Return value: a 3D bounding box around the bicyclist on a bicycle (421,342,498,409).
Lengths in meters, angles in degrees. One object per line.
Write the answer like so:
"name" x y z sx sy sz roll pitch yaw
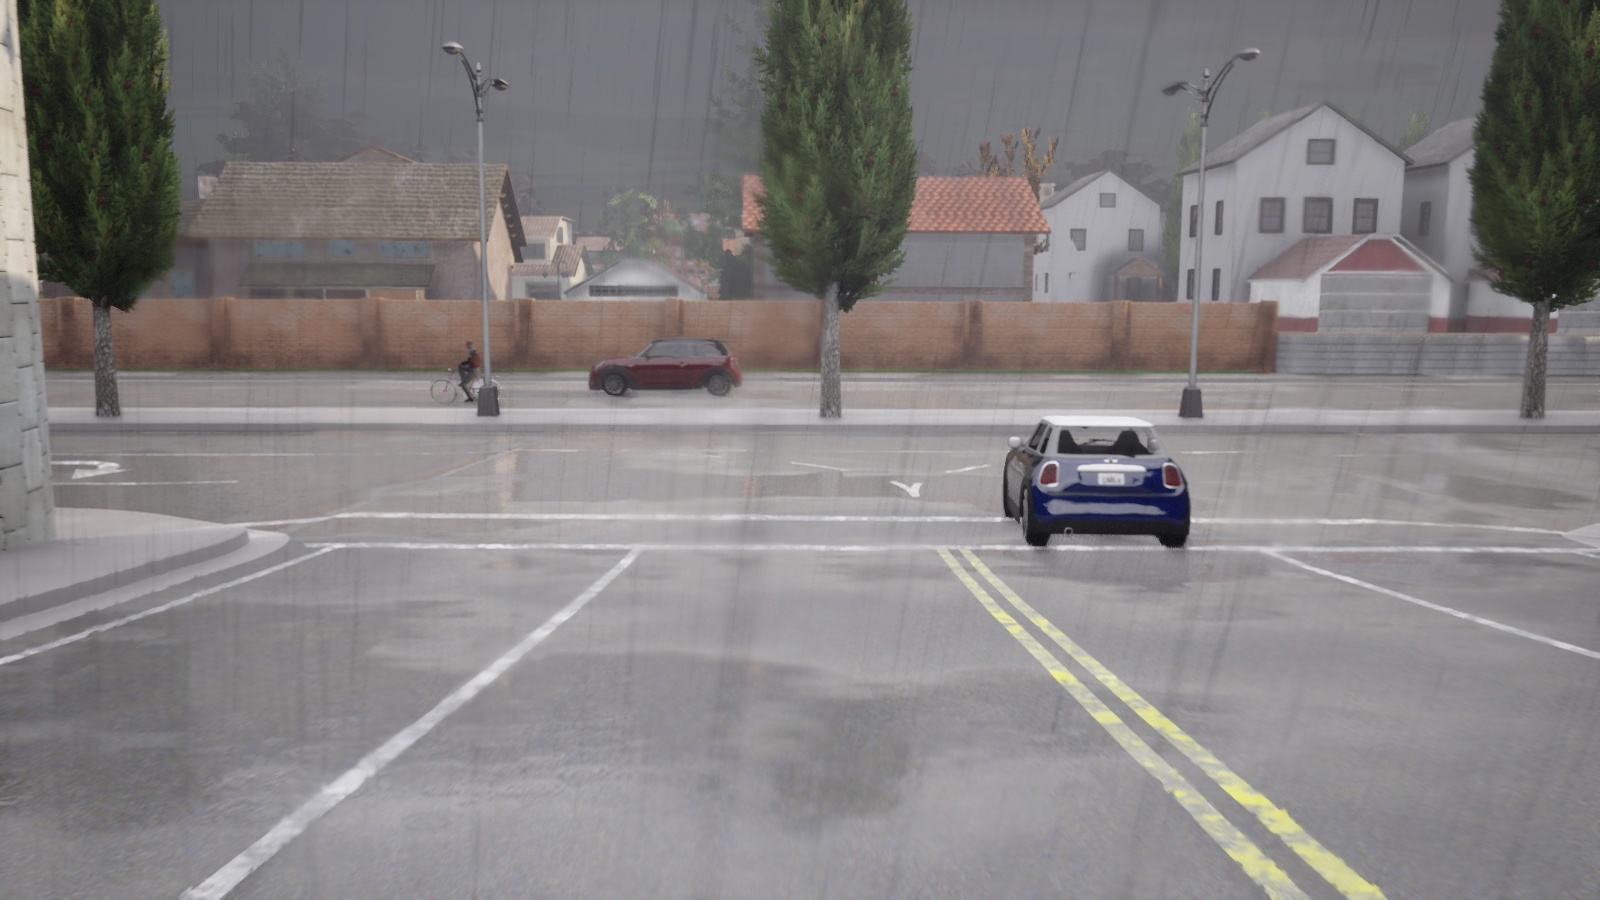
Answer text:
"bicyclist on a bicycle" -9.168 -2.018 33.911 1.843 1.776 0.659 0 8 -1

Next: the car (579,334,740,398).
"car" -4.117 -2.536 37.490 4.553 1.767 2.097 0 8 -1

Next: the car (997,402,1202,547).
"car" 3.650 0.206 16.014 1.970 1.475 3.806 0 4 5
